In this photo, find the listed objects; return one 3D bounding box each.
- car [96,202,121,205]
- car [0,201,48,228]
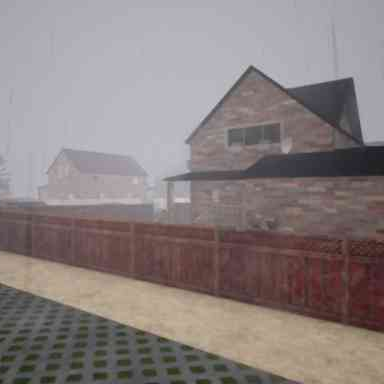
[{"bbox_3d":[-8.086,1.662,31.792,2.033,1.411,5.357,0,0,35],"label":"car"},{"bbox_3d":[-10.763,1.427,23.045,2.097,1.767,4.553,0,0,36],"label":"car"}]
